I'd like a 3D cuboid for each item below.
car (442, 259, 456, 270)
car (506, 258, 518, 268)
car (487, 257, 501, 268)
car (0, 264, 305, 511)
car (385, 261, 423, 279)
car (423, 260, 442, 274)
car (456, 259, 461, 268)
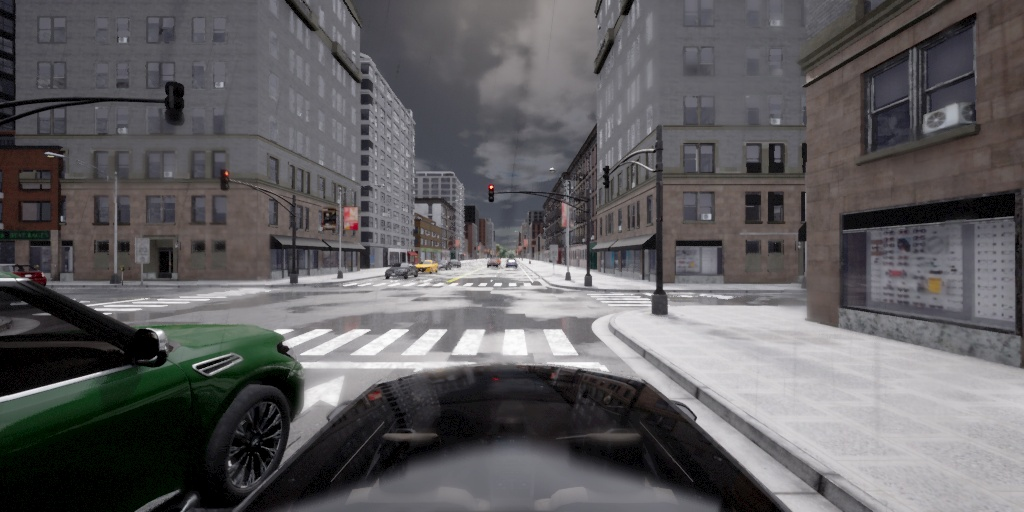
[{"bbox_3d":[-9.885,1.242,51.437,2.128,1.511,4.902,0,0,0],"label":"car"},{"bbox_3d":[-0.053,1.312,61.849,1.994,1.385,4.181,0,0,0],"label":"car"},{"bbox_3d":[-3.303,1.349,61.876,1.895,1.301,4.718,0,0,0],"label":"car"},{"bbox_3d":[-3.148,0.971,1.216,2.150,2.045,5.566,0,0,0],"label":"car"},{"bbox_3d":[-9.872,1.279,32.428,1.812,1.442,4.674,0,0,2],"label":"car"},{"bbox_3d":[-9.879,1.230,41.625,1.882,1.535,5.008,0,0,0],"label":"car"},{"bbox_3d":[-9.853,1.273,61.455,1.812,1.442,4.674,0,0,0],"label":"car"}]
